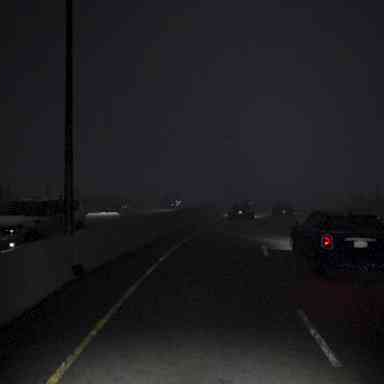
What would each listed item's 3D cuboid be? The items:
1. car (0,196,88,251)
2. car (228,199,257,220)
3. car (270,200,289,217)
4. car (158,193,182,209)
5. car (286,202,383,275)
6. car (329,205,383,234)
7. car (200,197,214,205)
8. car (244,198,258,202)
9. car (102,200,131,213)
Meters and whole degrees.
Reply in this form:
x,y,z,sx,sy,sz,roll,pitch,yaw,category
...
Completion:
x,y,z,sx,sy,sz,roll,pitch,yaw,category
-6.046,1.193,12.793,2.150,2.045,5.566,0,0,8,car
4.128,1.542,27.535,1.994,1.385,4.181,0,0,12,car
8.382,1.509,30.772,1.812,1.442,4.674,0,0,12,car
-2.887,1.210,45.962,2.150,2.045,5.566,0,0,12,car
4.498,1.337,10.463,2.097,1.767,4.553,0,0,7,car
9.670,1.546,19.777,1.994,1.385,4.181,0,0,11,car
2.508,1.503,54.399,2.128,1.511,4.902,0,0,12,car
7.476,1.500,43.329,2.163,1.488,4.792,0,0,12,car
-8.368,1.535,37.096,1.994,1.385,4.181,0,0,12,car
